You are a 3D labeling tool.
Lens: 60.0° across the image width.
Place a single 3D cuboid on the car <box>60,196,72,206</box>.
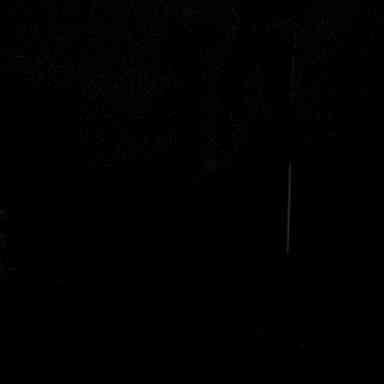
[{"bbox_3d":[-17.455,1.323,49.030,2.128,1.511,4.902,2,-2,20],"label":"car"}]
